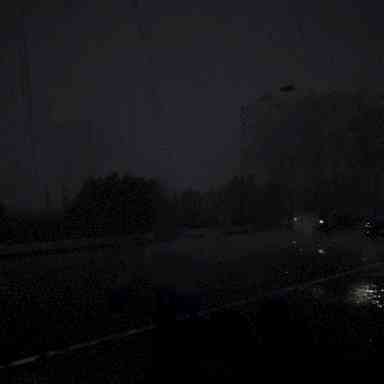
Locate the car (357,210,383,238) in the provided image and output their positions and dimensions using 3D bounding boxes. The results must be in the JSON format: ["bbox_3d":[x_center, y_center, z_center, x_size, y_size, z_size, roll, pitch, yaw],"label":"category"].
[{"bbox_3d":[10.414,1.481,16.566,5.008,1.535,1.882,0,0,-40],"label":"car"}]

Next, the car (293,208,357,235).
[{"bbox_3d":[7.782,1.604,18.892,4.718,1.301,1.895,0,0,-40],"label":"car"}]
